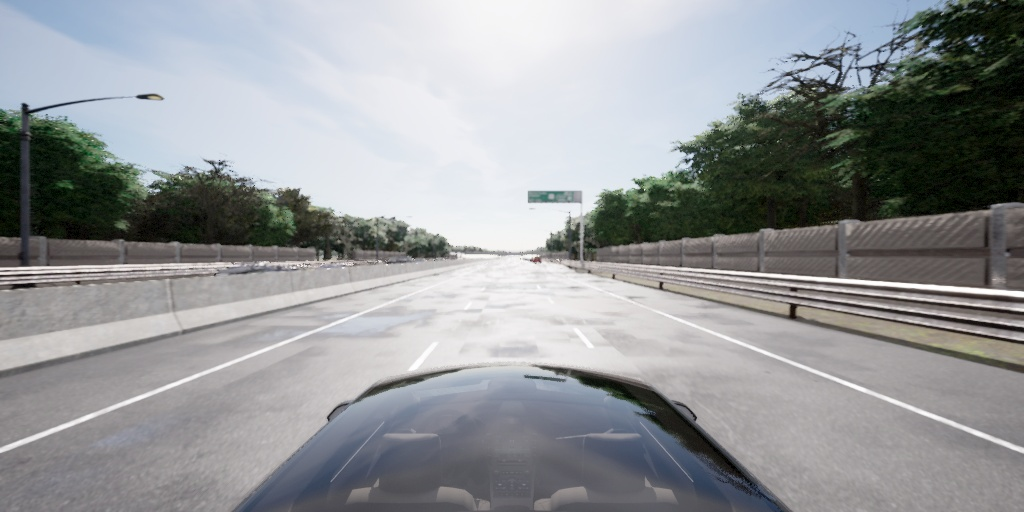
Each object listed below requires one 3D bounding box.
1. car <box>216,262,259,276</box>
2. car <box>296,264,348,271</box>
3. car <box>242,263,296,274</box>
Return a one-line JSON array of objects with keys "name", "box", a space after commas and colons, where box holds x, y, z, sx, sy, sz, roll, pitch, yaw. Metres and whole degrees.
[{"name": "car", "box": [-21.116, 1.266, 28.690, 2.128, 1.511, 4.902, 0, 0, 0]}, {"name": "car", "box": [-14.119, 1.321, 28.101, 2.033, 1.411, 5.357, 0, 0, 0]}, {"name": "car", "box": [-17.618, 1.373, 27.204, 1.895, 1.301, 4.718, 0, 0, 0]}]
